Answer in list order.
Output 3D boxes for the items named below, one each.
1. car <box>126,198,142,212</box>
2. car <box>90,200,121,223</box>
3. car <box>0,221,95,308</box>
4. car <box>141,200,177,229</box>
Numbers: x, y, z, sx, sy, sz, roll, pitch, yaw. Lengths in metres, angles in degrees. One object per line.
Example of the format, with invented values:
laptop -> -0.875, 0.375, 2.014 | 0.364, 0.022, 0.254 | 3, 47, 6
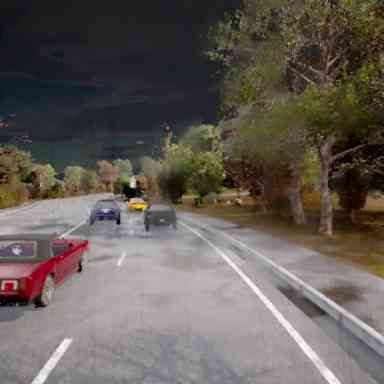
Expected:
car -> -6.645, 1.502, 39.466 | 1.882, 1.535, 5.008 | 0, 0, -17
car -> -6.487, 1.373, 25.310 | 2.097, 1.767, 4.553 | 0, 0, -12
car -> -3.818, 1.614, 7.829 | 1.895, 1.301, 4.718 | 0, 0, -4
car -> -2.153, 1.488, 21.630 | 1.882, 1.535, 5.008 | 0, 0, -10
